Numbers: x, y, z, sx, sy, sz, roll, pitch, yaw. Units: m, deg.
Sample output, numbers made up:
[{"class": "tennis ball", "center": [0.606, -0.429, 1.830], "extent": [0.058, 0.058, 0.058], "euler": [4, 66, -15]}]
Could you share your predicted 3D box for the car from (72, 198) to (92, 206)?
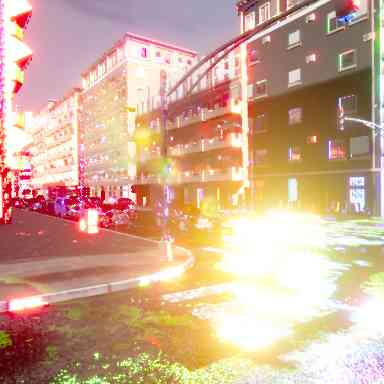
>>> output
[{"class": "car", "center": [-18.507, 1.643, 55.776], "extent": [1.947, 1.339, 4.313], "euler": [-1, 1, -36]}]

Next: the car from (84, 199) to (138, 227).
[{"class": "car", "center": [-5.900, 1.553, 23.935], "extent": [1.967, 1.590, 4.097], "euler": [-1, 1, -36]}]

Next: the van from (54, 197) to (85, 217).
[{"class": "van", "center": [-12.371, 1.483, 32.915], "extent": [1.690, 1.788, 3.998], "euler": [-1, 1, -36]}]

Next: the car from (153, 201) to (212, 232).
[{"class": "car", "center": [-0.645, 1.564, 21.121], "extent": [1.837, 1.490, 4.892], "euler": [-1, 0, -34]}]

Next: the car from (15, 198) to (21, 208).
[{"class": "car", "center": [-25.306, 1.769, 50.879], "extent": [1.947, 1.339, 4.313], "euler": [-1, 1, -36]}]

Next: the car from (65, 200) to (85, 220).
[{"class": "car", "center": [-9.034, 1.652, 28.288], "extent": [1.752, 1.417, 4.829], "euler": [-1, 1, -36]}]

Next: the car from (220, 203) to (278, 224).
[{"class": "car", "center": [4.036, 1.498, 24.480], "extent": [1.752, 1.417, 4.829], "euler": [-1, 1, -36]}]

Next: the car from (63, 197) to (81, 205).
[{"class": "car", "center": [-21.742, 1.645, 60.267], "extent": [2.008, 1.369, 4.403], "euler": [-1, 1, -36]}]

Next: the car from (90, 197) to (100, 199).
[{"class": "car", "center": [-15.274, 1.502, 51.284], "extent": [1.967, 1.590, 4.097], "euler": [-1, 1, -36]}]

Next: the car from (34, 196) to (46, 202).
[{"class": "car", "center": [-37.915, 1.728, 82.720], "extent": [1.887, 1.381, 4.507], "euler": [-1, 1, -36]}]

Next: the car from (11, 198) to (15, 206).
[{"class": "car", "center": [-31.775, 1.782, 59.860], "extent": [1.887, 1.381, 4.507], "euler": [-1, 1, -36]}]

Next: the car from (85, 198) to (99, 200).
[{"class": "car", "center": [-12.626, 1.661, 37.719], "extent": [2.033, 1.411, 5.357], "euler": [-1, 0, -36]}]

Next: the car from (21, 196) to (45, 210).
[{"class": "car", "center": [-22.073, 1.628, 46.387], "extent": [1.967, 1.590, 4.097], "euler": [-1, 1, -36]}]

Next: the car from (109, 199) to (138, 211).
[{"class": "car", "center": [-8.803, 1.581, 42.304], "extent": [2.008, 1.369, 4.403], "euler": [-1, 1, -36]}]

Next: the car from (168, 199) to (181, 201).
[{"class": "car", "center": [-2.335, 1.441, 33.322], "extent": [1.967, 1.590, 4.097], "euler": [-1, 1, -36]}]
